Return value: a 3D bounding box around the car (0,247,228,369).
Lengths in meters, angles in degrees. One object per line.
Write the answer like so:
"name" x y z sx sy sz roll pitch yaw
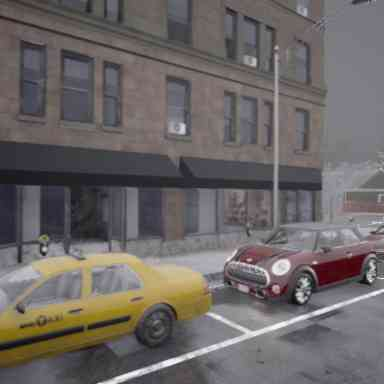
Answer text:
"car" -1.927 1.537 4.813 4.829 1.417 1.752 1 0 -36

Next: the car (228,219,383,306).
"car" 2.704 1.508 8.118 4.097 1.590 1.967 1 0 -36
